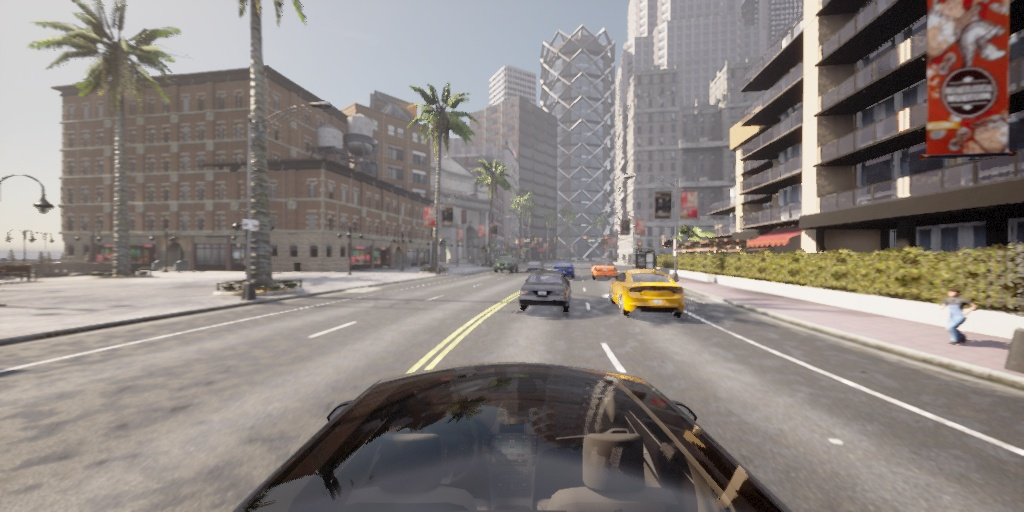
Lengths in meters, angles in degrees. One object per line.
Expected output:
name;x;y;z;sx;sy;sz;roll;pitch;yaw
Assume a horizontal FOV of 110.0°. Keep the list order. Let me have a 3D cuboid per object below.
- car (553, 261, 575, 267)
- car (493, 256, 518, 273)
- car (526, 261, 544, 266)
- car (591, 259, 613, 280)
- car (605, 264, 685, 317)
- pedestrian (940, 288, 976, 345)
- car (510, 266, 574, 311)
car;4.755;1.245;32.897;1.882;1.535;5.008;0;0;10
car;-0.638;0.956;42.878;2.150;2.045;5.566;0;0;11
car;2.757;1.300;42.009;2.033;1.411;5.357;0;0;11
car;8.180;1.140;32.158;2.097;1.767;4.553;0;0;10
car;4.869;1.252;13.502;1.882;1.535;5.008;0;0;9
pedestrian;9.490;1.225;7.626;0.375;1.300;0.375;0;0;6
car;1.447;1.302;14.619;2.033;1.411;5.357;0;0;10
